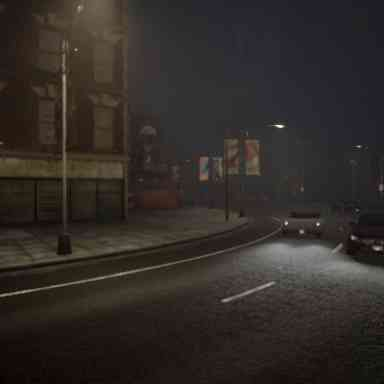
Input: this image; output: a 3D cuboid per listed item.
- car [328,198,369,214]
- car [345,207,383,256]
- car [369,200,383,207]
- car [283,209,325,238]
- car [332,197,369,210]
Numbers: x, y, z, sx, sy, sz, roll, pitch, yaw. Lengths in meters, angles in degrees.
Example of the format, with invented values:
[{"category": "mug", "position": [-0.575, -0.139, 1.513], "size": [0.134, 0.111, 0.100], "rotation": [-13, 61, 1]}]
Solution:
[{"category": "car", "position": [15.845, 1.492, 34.504], "size": [1.837, 1.490, 4.892], "rotation": [0, 0, -2]}, {"category": "car", "position": [7.058, 1.516, 12.545], "size": [1.812, 1.442, 4.674], "rotation": [0, 0, 31]}, {"category": "car", "position": [22.258, 1.561, 38.912], "size": [1.895, 1.301, 4.718], "rotation": [0, 0, -4]}, {"category": "car", "position": [6.120, 1.604, 17.970], "size": [1.895, 1.301, 4.718], "rotation": [0, 0, 23]}, {"category": "car", "position": [21.124, 1.500, 44.529], "size": [2.002, 1.452, 4.674], "rotation": [0, 0, -14]}]
